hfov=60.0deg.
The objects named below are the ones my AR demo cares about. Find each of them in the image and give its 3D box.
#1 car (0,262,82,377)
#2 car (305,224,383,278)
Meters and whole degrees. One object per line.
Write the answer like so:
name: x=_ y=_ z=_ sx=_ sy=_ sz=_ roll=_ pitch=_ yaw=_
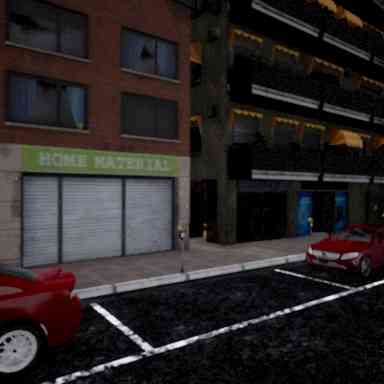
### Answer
car: x=-3.670 y=1.537 z=3.951 sx=4.507 sy=1.381 sz=1.887 roll=1 pitch=-1 yaw=-35
car: x=5.324 y=1.676 z=10.364 sx=4.206 sy=1.307 sz=1.802 roll=1 pitch=-1 yaw=-35
